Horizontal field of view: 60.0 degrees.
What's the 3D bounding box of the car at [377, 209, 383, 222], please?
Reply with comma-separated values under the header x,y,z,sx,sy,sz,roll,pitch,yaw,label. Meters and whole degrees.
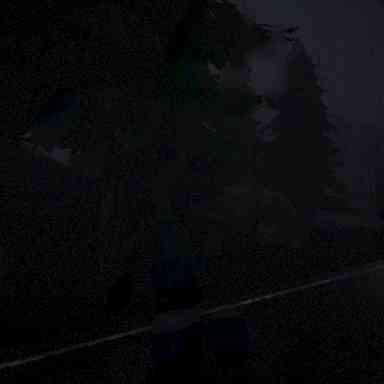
x,y,z,sx,sy,sz,roll,pitch,yaw,label
14.123,1.510,20.719,1.812,1.442,4.674,0,0,-35,car
